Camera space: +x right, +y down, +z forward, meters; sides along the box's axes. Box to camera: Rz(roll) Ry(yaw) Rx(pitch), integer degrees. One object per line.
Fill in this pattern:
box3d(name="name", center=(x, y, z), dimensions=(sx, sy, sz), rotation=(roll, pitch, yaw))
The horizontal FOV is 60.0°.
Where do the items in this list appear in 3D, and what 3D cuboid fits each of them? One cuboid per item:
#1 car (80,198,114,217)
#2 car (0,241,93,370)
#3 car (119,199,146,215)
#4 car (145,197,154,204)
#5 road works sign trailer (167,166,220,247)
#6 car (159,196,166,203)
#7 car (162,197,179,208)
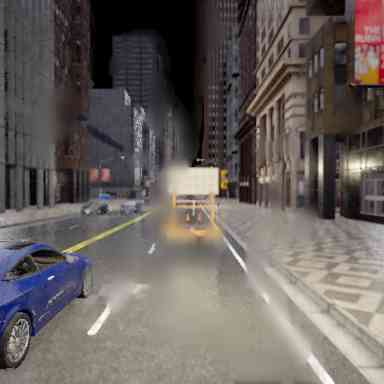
box3d(name="car", center=(-9.823, 1.670, 33.823), dimensions=(2.128, 1.511, 4.902), rotation=(0, 0, 0))
box3d(name="car", center=(-3.148, 1.565, 5.630), dimensions=(1.812, 1.442, 4.674), rotation=(0, 0, 0))
box3d(name="car", center=(-6.559, 1.713, 36.132), dimensions=(1.812, 1.442, 4.674), rotation=(0, 0, 0))
box3d(name="car", center=(-9.696, 1.848, 75.057), dimensions=(2.033, 1.411, 5.357), rotation=(0, 0, 0))
box3d(name="road works sign trailer", center=(0.076, 0.562, 15.615), dimensions=(2.380, 3.560, 2.880), rotation=(0, 0, 0))
box3d(name="car", center=(-6.443, 1.743, 77.266), dimensions=(1.812, 1.442, 4.674), rotation=(0, 0, 0))
box3d(name="car", center=(-3.115, 1.810, 51.416), dimensions=(1.994, 1.385, 4.181), rotation=(0, 0, 0))
